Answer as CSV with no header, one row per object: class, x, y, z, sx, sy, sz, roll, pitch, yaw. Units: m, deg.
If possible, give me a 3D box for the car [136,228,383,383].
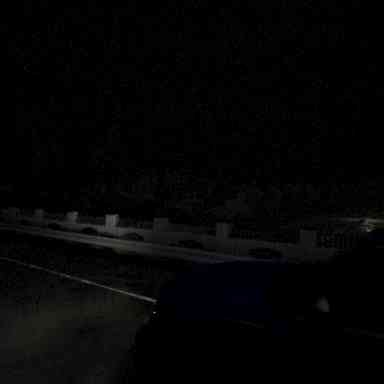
car,2.102,1.228,2.492,5.566,2.045,2.150,1,1,35
